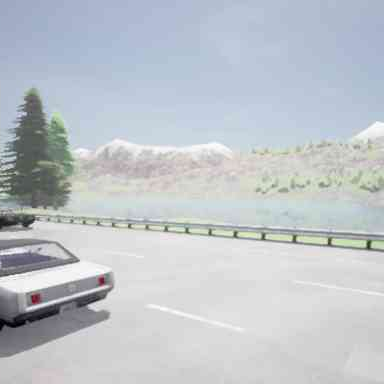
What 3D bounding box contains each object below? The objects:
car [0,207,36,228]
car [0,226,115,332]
[{"bbox_3d":[-12.056,1.618,20.990,4.718,1.301,1.895,0,0,33],"label":"car"},{"bbox_3d":[-3.823,1.607,6.735,4.718,1.301,1.895,0,0,36],"label":"car"}]
